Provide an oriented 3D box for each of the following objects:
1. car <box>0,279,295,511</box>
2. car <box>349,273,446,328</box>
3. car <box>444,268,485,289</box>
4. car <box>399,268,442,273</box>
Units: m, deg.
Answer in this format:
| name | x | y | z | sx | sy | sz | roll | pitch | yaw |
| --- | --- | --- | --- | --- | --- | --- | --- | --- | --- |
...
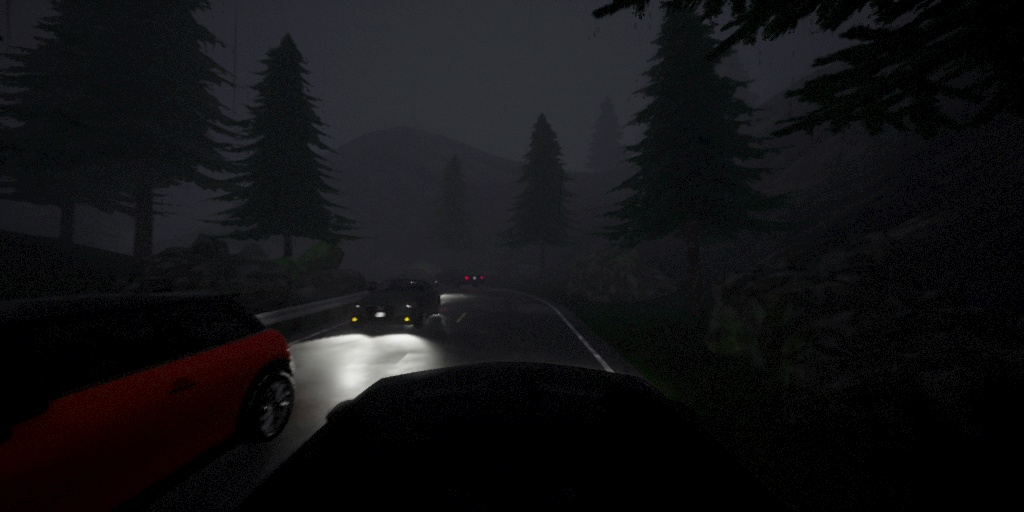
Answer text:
| name | x | y | z | sx | sy | sz | roll | pitch | yaw |
| --- | --- | --- | --- | --- | --- | --- | --- | --- | --- |
| car | -3.608 | 1.109 | 2.319 | 2.097 | 1.767 | 4.553 | 0 | -1 | 0 |
| car | -3.596 | 1.428 | 11.725 | 1.994 | 1.385 | 4.181 | 0 | -1 | -1 |
| car | -4.111 | 1.580 | 26.418 | 2.033 | 1.411 | 5.357 | 1 | -1 | -38 |
| car | -6.177 | 1.515 | 22.607 | 1.812 | 1.442 | 4.674 | 0 | -1 | -32 |
